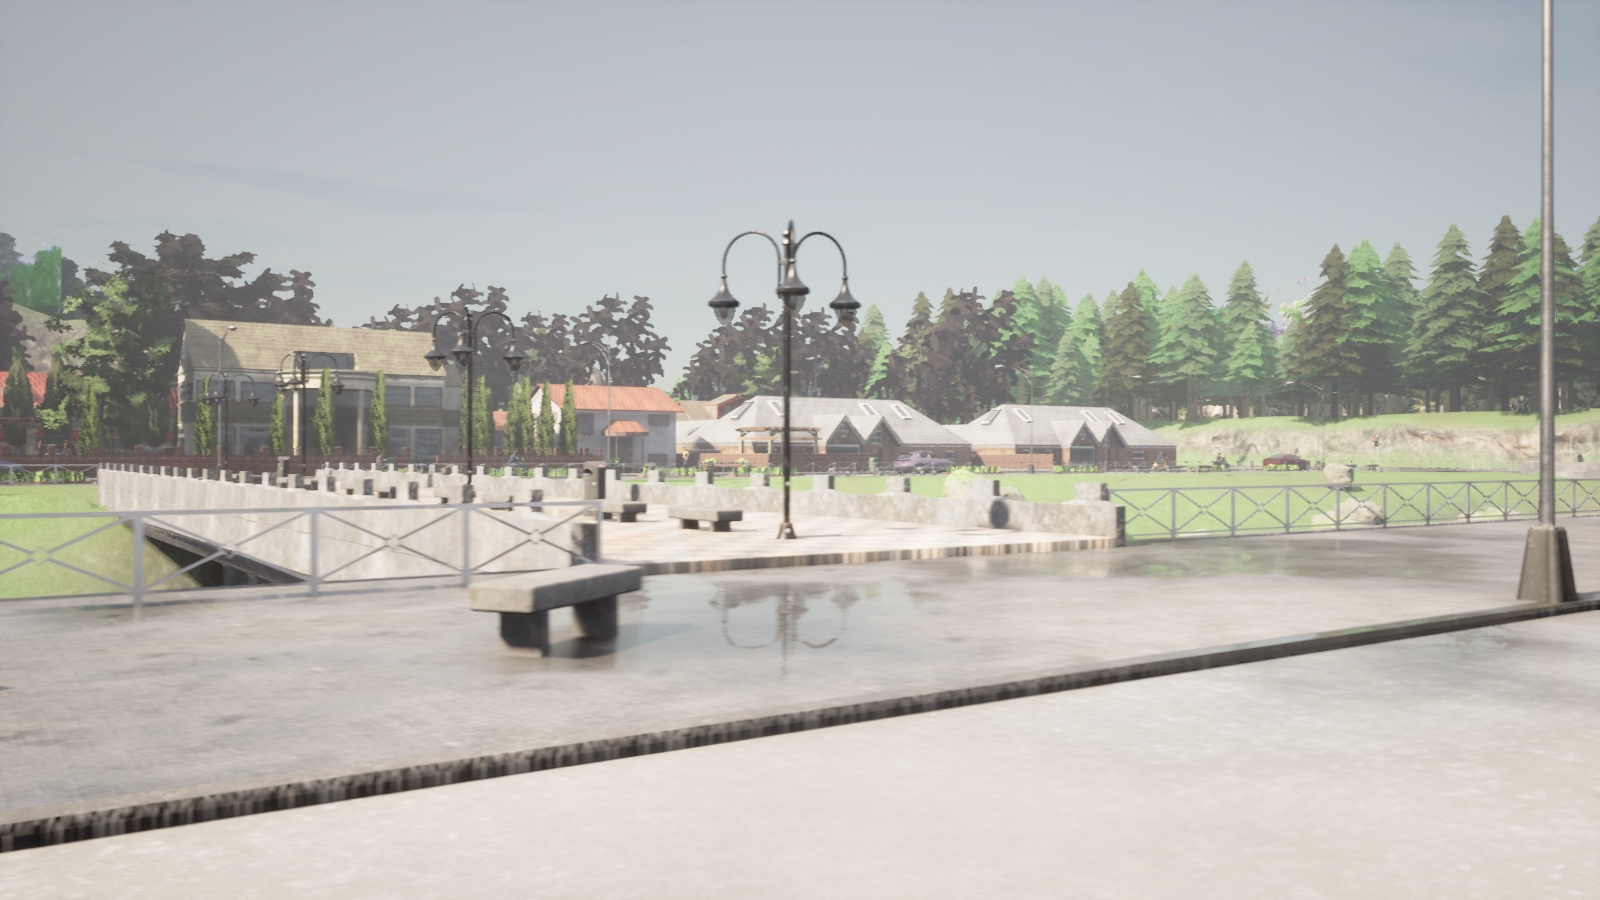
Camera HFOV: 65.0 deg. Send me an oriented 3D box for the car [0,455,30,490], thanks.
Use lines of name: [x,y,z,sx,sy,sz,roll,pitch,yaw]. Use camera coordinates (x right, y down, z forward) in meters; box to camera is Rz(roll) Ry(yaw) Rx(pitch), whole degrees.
car: [-35.680,0.968,54.587,3.633,1.501,1.845,0,0,-35]

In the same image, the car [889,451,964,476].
car: [8.617,0.868,85.406,4.856,1.649,2.033,0,0,-35]
